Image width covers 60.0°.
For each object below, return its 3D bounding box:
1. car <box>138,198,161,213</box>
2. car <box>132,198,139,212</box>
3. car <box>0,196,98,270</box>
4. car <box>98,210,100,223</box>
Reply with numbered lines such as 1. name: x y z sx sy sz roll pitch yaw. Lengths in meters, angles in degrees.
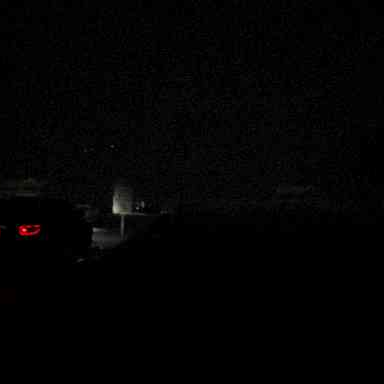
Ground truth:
1. car: -5.499 1.952 45.456 2.097 1.767 4.553 1 -1 2
2. car: -8.359 1.832 48.290 2.150 2.045 5.566 1 -2 0
3. car: -5.019 1.175 10.986 2.150 2.045 5.566 1 -1 -1
4. car: -8.079 1.667 24.580 1.812 1.442 4.674 1 -1 -1
